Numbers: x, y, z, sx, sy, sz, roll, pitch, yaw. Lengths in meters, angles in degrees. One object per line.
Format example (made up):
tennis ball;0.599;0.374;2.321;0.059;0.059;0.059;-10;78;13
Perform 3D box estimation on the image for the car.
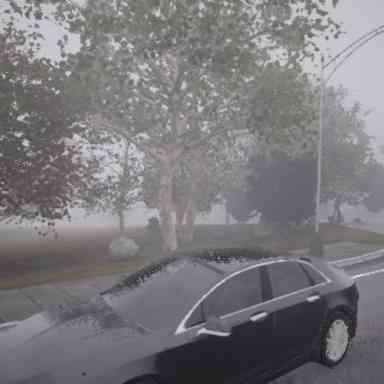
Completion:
car;0.229;1.512;4.212;4.892;1.490;1.837;1;0;-36
